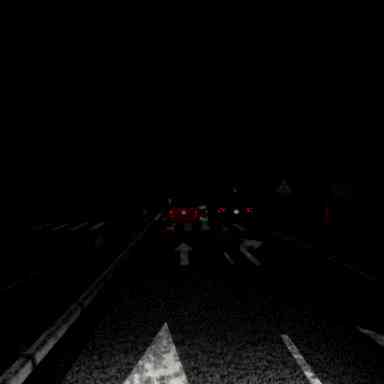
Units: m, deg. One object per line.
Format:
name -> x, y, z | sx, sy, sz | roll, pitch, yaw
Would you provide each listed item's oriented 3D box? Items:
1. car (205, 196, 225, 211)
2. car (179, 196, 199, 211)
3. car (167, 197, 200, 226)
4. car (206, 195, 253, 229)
car -> 2.631, 1.307, 38.456 | 2.128, 1.511, 4.902 | 0, 1, 4
car -> -0.265, 1.294, 38.328 | 1.882, 1.535, 5.008 | 0, 1, 4
car -> -0.572, 1.300, 22.895 | 2.097, 1.767, 4.553 | 0, 0, -2
car -> 2.357, 1.174, 21.156 | 2.150, 2.045, 5.566 | 0, 0, -2
